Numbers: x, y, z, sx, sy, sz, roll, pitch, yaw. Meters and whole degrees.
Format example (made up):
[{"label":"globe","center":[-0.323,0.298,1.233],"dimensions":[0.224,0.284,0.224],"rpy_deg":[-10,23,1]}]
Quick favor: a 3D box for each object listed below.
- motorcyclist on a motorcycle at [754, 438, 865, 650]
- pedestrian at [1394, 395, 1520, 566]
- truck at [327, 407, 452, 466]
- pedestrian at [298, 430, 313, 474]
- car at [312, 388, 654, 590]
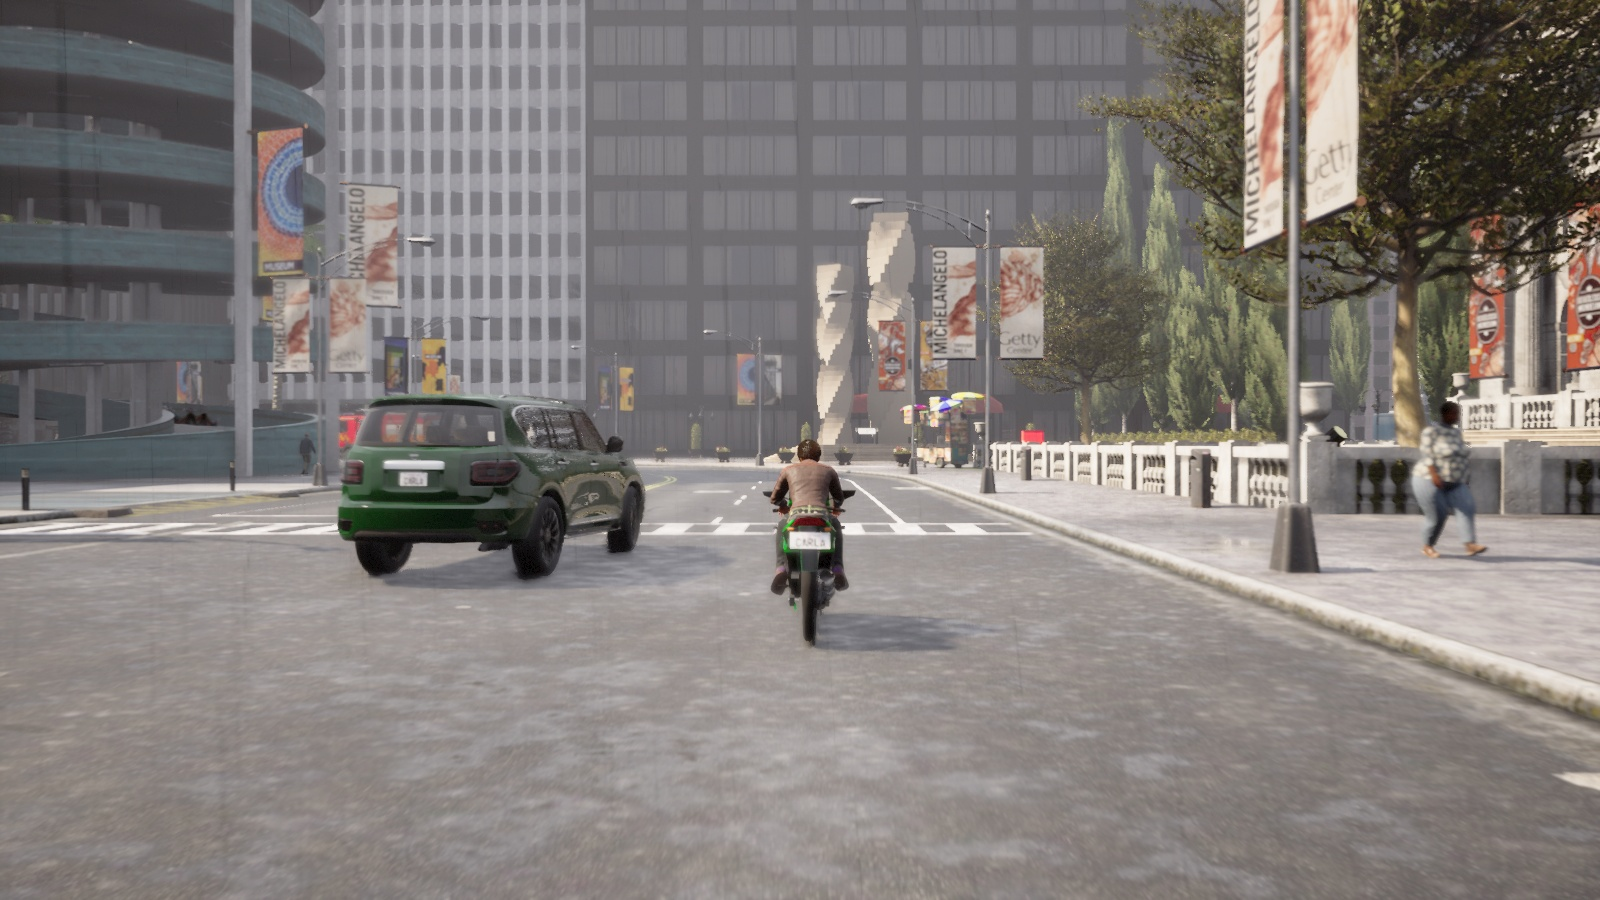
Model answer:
[{"label":"motorcyclist on a motorcycle","center":[0.073,0.672,10.049],"dimensions":[0.797,1.523,2.044],"rpy_deg":[0,0,0]},{"label":"pedestrian","center":[7.392,0.329,14.156],"dimensions":[0.874,1.855,0.900],"rpy_deg":[0,0,-14]},{"label":"truck","center":[-27.733,-0.918,84.667],"dimensions":[8.468,3.827,2.891],"rpy_deg":[0,0,27]},{"label":"pedestrian","center":[-20.892,0.087,53.078],"dimensions":[0.402,1.842,0.726],"rpy_deg":[0,0,-4]},{"label":"car","center":[-3.596,0.374,15.643],"dimensions":[2.150,2.045,5.566],"rpy_deg":[0,0,9]}]
